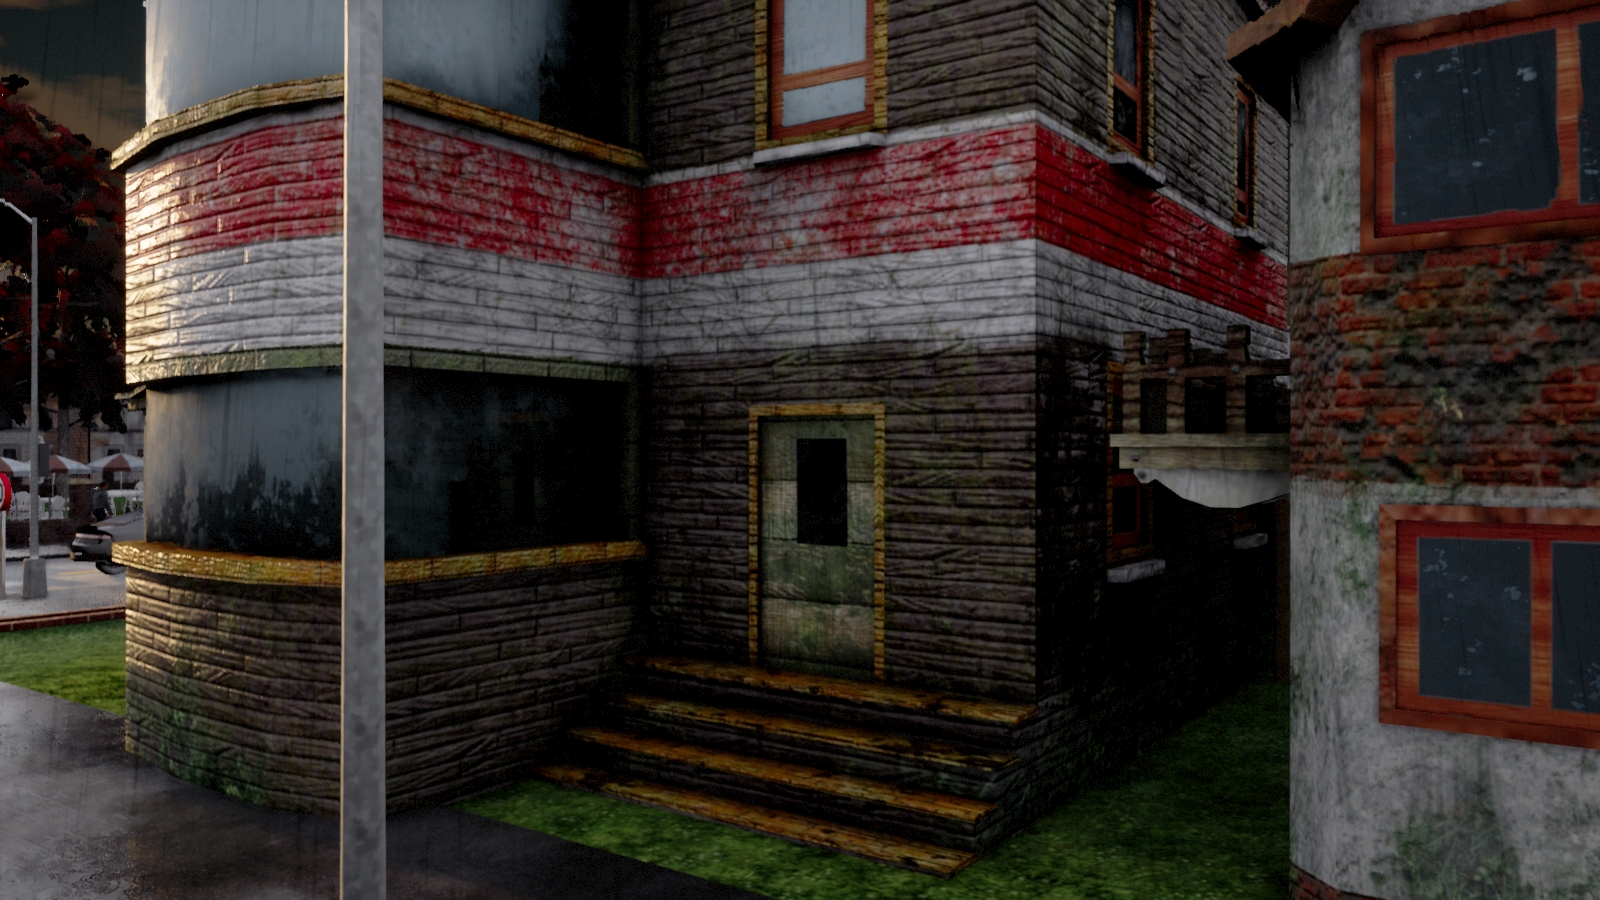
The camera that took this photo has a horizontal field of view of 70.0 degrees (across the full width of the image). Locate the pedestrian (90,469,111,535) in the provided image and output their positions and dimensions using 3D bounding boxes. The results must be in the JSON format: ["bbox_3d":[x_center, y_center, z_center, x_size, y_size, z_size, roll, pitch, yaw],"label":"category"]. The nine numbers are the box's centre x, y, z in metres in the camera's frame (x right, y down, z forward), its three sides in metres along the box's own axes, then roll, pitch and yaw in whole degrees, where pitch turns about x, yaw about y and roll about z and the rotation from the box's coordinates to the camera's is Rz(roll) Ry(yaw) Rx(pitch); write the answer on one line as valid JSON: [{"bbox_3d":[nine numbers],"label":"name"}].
[{"bbox_3d":[-19.846,1.473,32.408,0.375,1.860,0.375,0,0,31],"label":"pedestrian"}]

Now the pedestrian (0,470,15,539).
[{"bbox_3d":[-21.599,1.473,31.007,0.375,1.860,0.375,0,0,36],"label":"pedestrian"}]

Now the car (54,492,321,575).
[{"bbox_3d":[-13.748,1.795,25.958,2.128,1.511,4.902,0,0,34],"label":"car"}]
